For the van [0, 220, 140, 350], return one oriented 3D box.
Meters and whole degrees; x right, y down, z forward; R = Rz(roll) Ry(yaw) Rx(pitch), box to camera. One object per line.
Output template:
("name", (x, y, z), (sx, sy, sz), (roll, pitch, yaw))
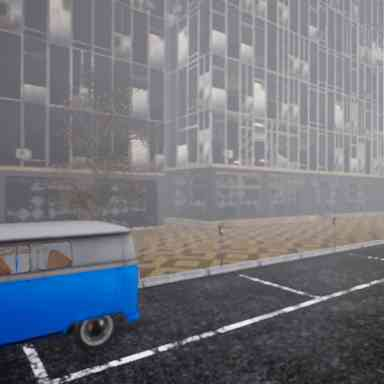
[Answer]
("van", (-2.708, 1.343, 4.626), (3.998, 1.788, 1.690), (0, 0, -35))
